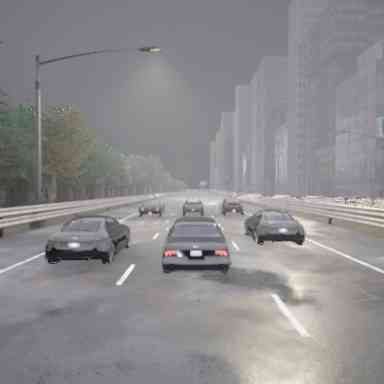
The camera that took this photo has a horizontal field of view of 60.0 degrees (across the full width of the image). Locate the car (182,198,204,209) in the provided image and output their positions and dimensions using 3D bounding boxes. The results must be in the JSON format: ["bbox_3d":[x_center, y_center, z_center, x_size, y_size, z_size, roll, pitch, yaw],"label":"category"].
[{"bbox_3d":[0.100,1.310,30.672,2.128,1.511,4.902,0,0,0],"label":"car"}]

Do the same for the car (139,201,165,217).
[{"bbox_3d":[-3.400,1.427,29.223,1.895,1.301,4.718,0,0,0],"label":"car"}]

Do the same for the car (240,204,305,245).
[{"bbox_3d":[3.598,1.472,15.122,1.994,1.385,4.181,0,0,0],"label":"car"}]

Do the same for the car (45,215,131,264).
[{"bbox_3d":[-3.404,1.493,11.610,1.994,1.385,4.181,0,0,0],"label":"car"}]

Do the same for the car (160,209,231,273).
[{"bbox_3d":[0.098,1.484,10.399,2.033,1.411,5.357,0,0,0],"label":"car"}]

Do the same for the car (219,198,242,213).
[{"bbox_3d":[3.599,1.323,30.824,1.837,1.490,4.892,0,0,0],"label":"car"}]

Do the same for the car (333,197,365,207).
[{"bbox_3d":[22.606,1.426,48.316,2.033,1.411,5.357,0,1,-17],"label":"car"}]
